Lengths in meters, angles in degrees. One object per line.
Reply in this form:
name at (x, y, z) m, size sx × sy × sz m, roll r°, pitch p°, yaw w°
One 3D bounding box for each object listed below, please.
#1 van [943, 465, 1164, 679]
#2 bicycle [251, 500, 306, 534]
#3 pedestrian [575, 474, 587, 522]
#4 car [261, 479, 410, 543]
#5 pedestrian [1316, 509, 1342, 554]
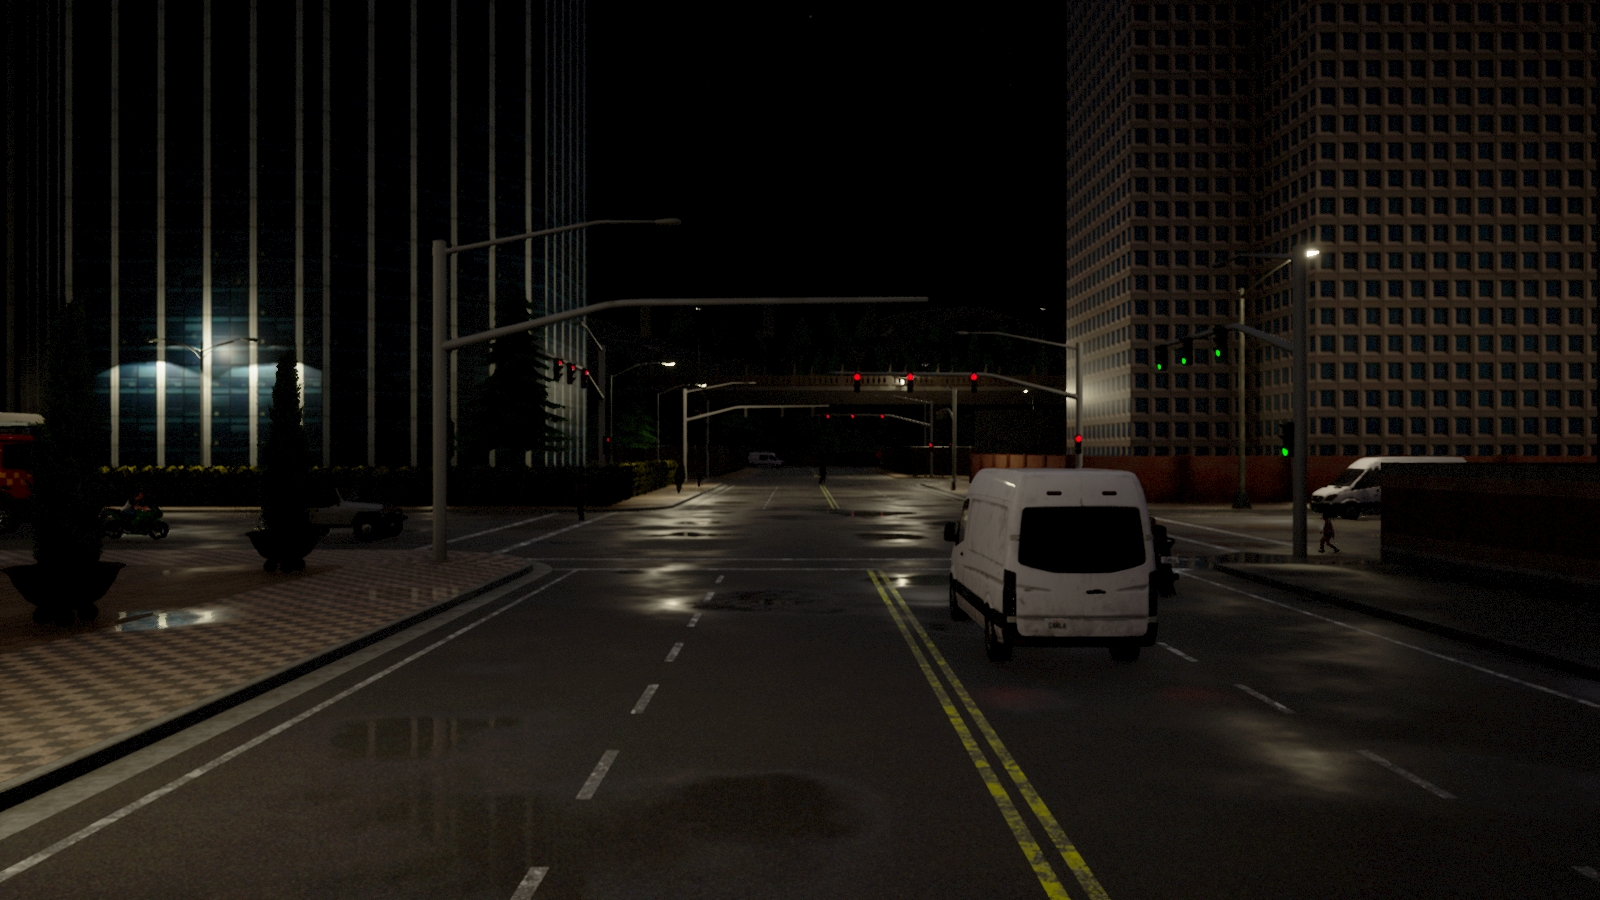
van at (3.498, 1.546, 17.072) m, size 1.988 × 2.561 × 5.915 m, roll 0°, pitch 0°, yaw 0°
bicycle at (-17.898, 2.282, 39.228) m, size 1.487 × 1.080 × 0.859 m, roll 1°, pitch 0°, yaw 0°
pedestrian at (-8.635, 1.876, 44.983) m, size 0.375 × 1.860 × 0.375 m, roll 0°, pitch 0°, yaw 2°
car at (-14.460, 1.881, 35.733) m, size 3.866 × 1.878 × 1.905 m, roll 0°, pitch 0°, yaw 1°
pedestrian at (13.639, 2.096, 29.458) m, size 0.500 × 1.100 × 0.500 m, roll 0°, pitch 0°, yaw 8°
